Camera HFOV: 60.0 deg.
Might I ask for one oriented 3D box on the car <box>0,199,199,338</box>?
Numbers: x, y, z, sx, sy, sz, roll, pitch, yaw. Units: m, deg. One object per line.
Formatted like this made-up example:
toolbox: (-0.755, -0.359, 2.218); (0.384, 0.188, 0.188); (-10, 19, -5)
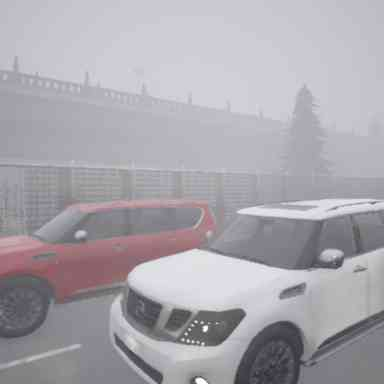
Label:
car: (-1.830, 1.205, 6.969); (5.566, 2.045, 2.150); (-1, 0, -35)

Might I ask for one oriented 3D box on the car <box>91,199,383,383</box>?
car: (1.612, 1.187, 5.118); (5.566, 2.045, 2.150); (-2, 1, -35)
